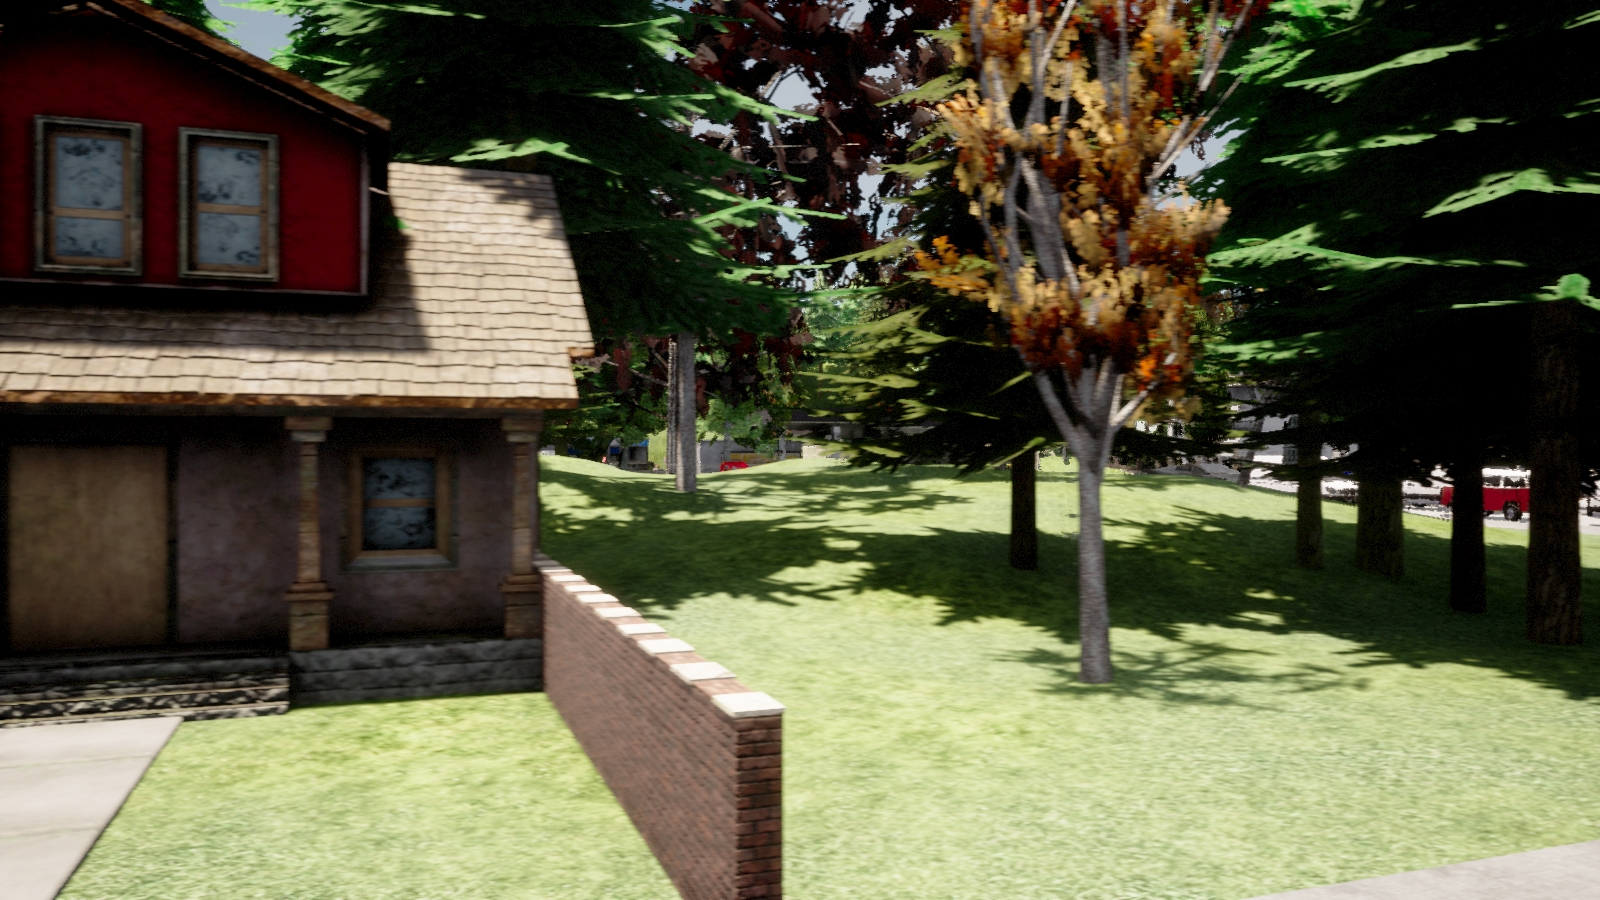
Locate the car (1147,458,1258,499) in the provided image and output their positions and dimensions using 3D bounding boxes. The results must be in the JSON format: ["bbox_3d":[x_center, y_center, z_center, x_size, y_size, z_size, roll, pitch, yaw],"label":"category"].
[{"bbox_3d":[22.226,1.540,63.454,2.390,2.098,6.274,0,0,-19],"label":"car"}]

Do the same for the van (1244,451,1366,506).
[{"bbox_3d":[24.747,1.321,56.320,1.988,2.561,5.915,0,0,-20],"label":"van"}]

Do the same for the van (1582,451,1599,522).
[{"bbox_3d":[30.703,1.321,39.571,1.988,2.561,5.915,0,0,-20],"label":"van"}]

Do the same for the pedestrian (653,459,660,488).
[{"bbox_3d":[-9.252,1.527,73.625,0.375,1.860,0.375,0,0,-20],"label":"pedestrian"}]

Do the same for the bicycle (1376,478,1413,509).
[{"bbox_3d":[26.598,1.943,51.108,0.373,1.296,1.643,0,0,-20],"label":"bicycle"}]
